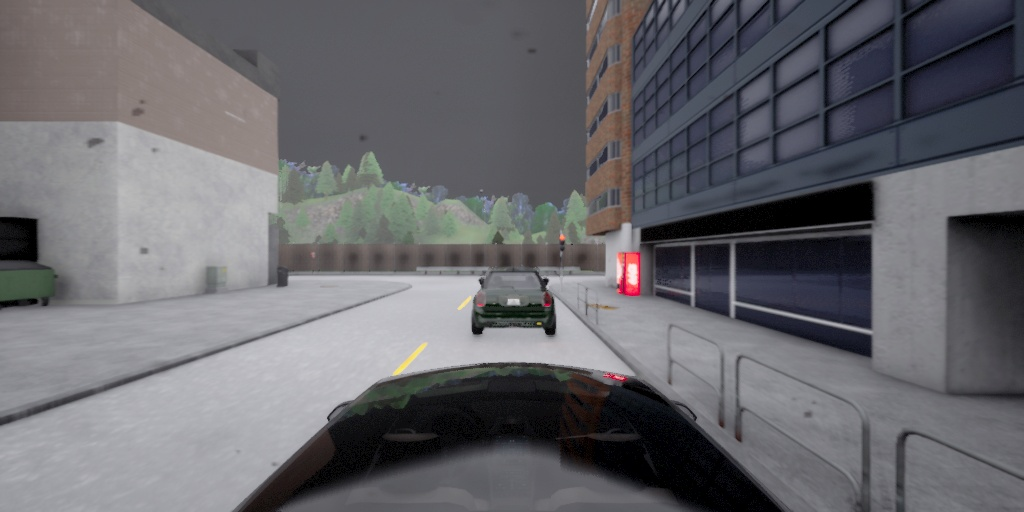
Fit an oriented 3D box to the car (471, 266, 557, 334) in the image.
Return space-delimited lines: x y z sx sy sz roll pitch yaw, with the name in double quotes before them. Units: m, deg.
"car" 0.057 1.075 10.593 2.097 1.767 4.553 0 0 0
